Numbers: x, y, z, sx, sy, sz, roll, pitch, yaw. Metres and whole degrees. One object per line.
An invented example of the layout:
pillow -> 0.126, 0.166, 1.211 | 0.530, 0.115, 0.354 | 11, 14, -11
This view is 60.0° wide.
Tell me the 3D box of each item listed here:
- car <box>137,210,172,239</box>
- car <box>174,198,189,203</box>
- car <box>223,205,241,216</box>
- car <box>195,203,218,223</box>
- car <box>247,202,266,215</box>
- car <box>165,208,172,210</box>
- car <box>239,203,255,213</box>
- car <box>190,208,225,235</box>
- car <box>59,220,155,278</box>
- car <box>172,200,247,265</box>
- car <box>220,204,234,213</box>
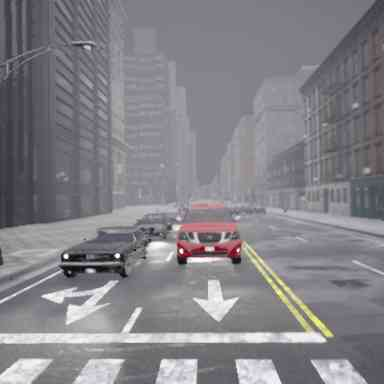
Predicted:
car -> -2.322, 2.030, 20.111 | 1.994, 1.385, 4.181 | -1, -1, 3
car -> -1.235, 1.867, 46.907 | 2.150, 2.045, 5.566 | -1, -1, 2
car -> 5.194, 2.404, 43.729 | 1.895, 1.301, 4.718 | -1, -1, 3
car -> 1.436, 2.019, 33.489 | 2.097, 1.767, 4.553 | -1, -1, 2
car -> 8.421, 2.099, 43.974 | 2.097, 1.767, 4.553 | -1, -1, 2
car -> -1.880, 2.221, 31.760 | 1.812, 1.442, 4.674 | -1, -1, 2
car -> 8.757, 2.520, 52.834 | 1.895, 1.301, 4.718 | -1, -1, 2
car -> 1.037, 1.956, 23.102 | 2.128, 1.511, 4.902 | -1, -1, 2
car -> -2.666, 1.894, 11.316 | 1.895, 1.301, 4.718 | -1, -1, 3
car -> 0.659, 1.490, 13.189 | 2.150, 2.045, 5.566 | -1, -1, 2
car -> 5.510, 2.584, 52.970 | 1.895, 1.301, 4.718 | -1, -1, 2
